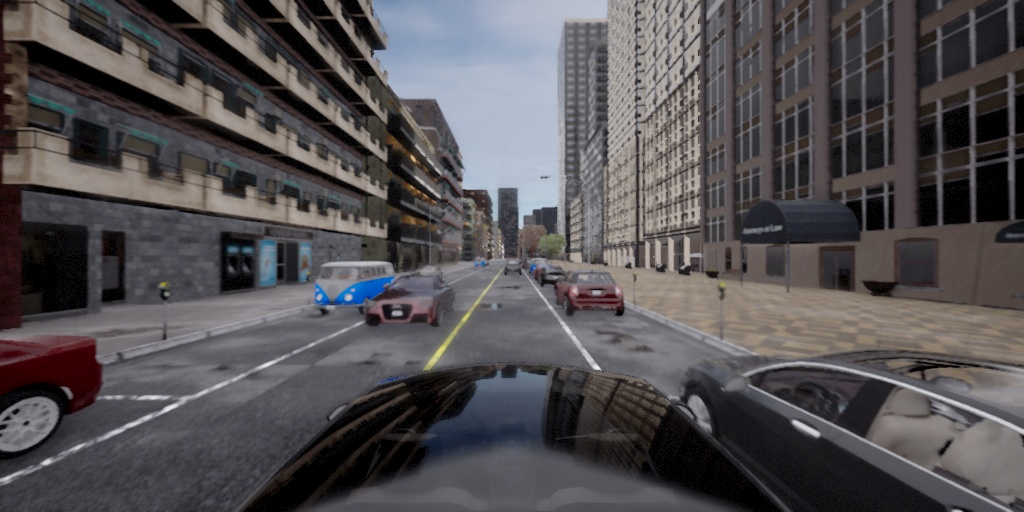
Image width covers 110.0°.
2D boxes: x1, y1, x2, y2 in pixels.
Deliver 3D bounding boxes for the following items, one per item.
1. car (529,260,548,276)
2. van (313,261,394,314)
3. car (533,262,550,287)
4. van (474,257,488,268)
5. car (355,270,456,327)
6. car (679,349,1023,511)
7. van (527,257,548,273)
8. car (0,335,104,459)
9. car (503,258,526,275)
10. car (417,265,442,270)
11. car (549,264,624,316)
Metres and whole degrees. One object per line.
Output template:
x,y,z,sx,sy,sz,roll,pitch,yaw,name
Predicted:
2.695,1.302,29.911,1.888,1.381,4.507,0,0,0,car
-5.688,1.091,13.344,1.690,1.789,3.998,0,0,0,van
2.694,1.320,24.389,1.948,1.339,4.313,0,0,0,car
-5.683,1.131,63.049,1.690,1.789,3.998,0,0,0,van
-3.010,1.315,11.406,1.994,1.385,4.181,0,0,0,car
2.692,1.300,2.298,2.007,1.370,4.403,0,0,0,car
2.695,1.102,35.435,1.690,1.789,3.998,0,0,0,van
-5.690,1.295,2.300,1.888,1.381,4.507,0,0,0,car
0.105,1.257,39.221,2.128,1.511,4.902,0,0,0,car
-5.687,1.305,24.390,2.007,1.370,4.403,0,0,0,car
2.693,1.190,13.342,1.967,1.591,4.097,0,0,0,car
